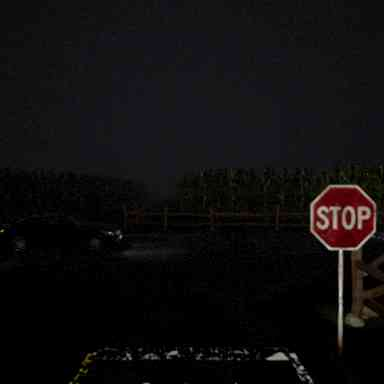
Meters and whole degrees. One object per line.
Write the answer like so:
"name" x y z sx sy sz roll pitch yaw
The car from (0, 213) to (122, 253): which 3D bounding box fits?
"car" -5.214 1.571 13.414 4.674 1.442 1.812 -1 0 0
